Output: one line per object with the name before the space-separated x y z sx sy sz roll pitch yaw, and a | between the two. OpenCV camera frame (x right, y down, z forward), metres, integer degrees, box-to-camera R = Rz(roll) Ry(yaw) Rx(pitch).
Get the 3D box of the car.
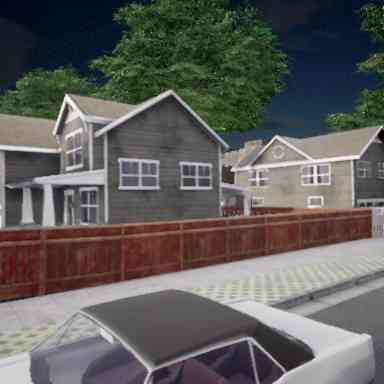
car | -0.547 1.664 2.657 4.718 1.301 1.895 0 -1 -37
